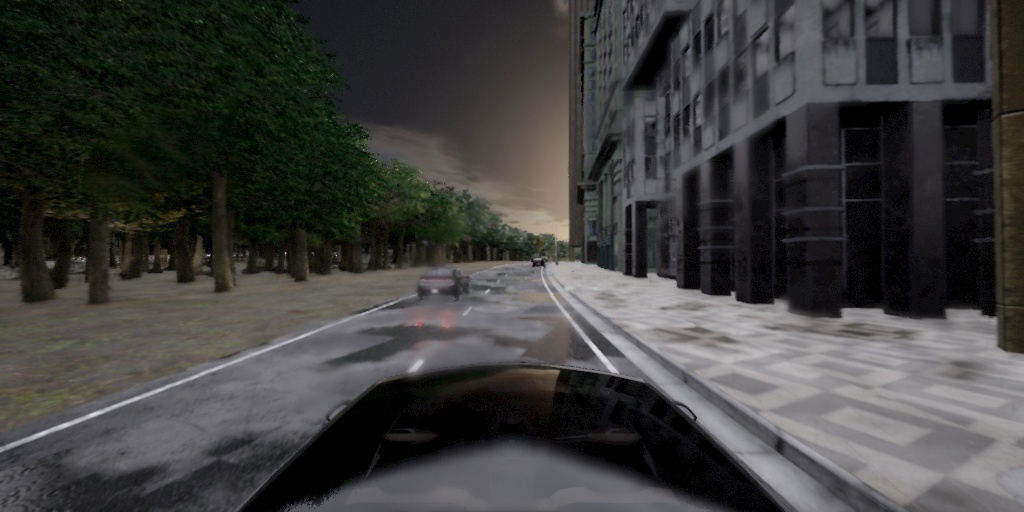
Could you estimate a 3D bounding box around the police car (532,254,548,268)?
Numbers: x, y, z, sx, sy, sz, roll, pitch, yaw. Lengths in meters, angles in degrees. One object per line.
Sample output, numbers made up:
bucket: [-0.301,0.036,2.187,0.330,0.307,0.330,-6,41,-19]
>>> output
police car: [4.065,0.906,53.964,1.930,1.638,5.238,0,1,6]

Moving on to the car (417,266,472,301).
car: [-3.107,1.242,17.221,2.128,1.511,4.902,0,0,2]
